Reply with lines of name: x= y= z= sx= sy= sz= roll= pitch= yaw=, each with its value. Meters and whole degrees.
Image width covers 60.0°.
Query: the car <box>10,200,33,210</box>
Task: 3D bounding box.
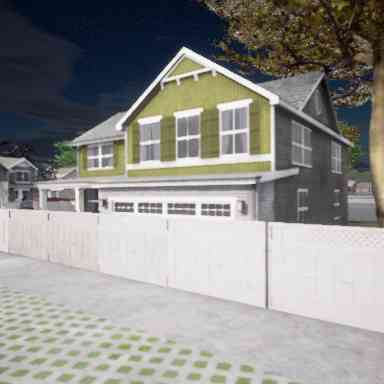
car: x=-18.028 y=1.665 z=34.579 sx=1.837 sy=1.490 sz=4.892 roll=0 pitch=-1 yaw=18
